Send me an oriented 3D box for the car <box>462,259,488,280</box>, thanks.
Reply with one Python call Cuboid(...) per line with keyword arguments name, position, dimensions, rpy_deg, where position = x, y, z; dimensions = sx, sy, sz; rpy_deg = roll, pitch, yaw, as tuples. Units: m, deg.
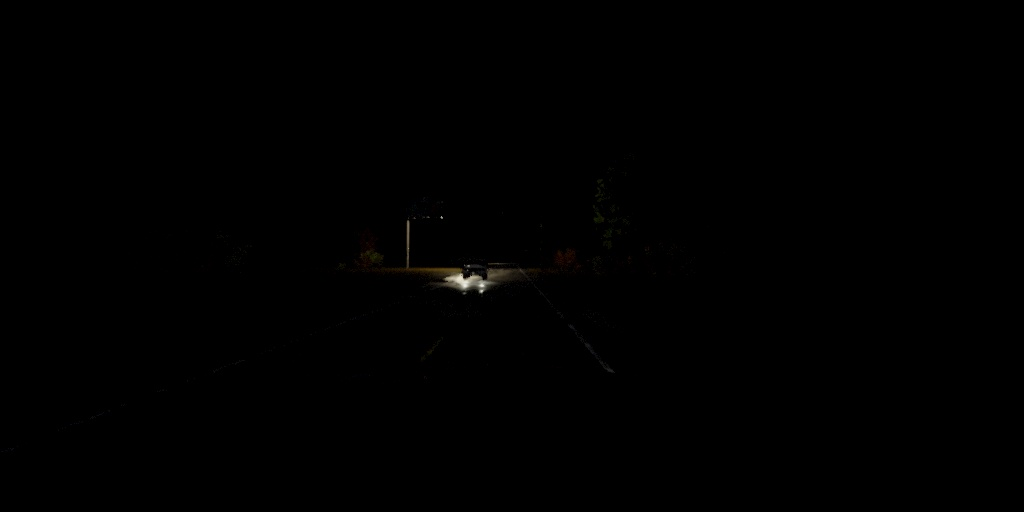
Cuboid(name="car", position=(-3.570, 1.273, 35.665), dimensions=(2.150, 2.045, 5.566), rpy_deg=(0, -1, 0))
